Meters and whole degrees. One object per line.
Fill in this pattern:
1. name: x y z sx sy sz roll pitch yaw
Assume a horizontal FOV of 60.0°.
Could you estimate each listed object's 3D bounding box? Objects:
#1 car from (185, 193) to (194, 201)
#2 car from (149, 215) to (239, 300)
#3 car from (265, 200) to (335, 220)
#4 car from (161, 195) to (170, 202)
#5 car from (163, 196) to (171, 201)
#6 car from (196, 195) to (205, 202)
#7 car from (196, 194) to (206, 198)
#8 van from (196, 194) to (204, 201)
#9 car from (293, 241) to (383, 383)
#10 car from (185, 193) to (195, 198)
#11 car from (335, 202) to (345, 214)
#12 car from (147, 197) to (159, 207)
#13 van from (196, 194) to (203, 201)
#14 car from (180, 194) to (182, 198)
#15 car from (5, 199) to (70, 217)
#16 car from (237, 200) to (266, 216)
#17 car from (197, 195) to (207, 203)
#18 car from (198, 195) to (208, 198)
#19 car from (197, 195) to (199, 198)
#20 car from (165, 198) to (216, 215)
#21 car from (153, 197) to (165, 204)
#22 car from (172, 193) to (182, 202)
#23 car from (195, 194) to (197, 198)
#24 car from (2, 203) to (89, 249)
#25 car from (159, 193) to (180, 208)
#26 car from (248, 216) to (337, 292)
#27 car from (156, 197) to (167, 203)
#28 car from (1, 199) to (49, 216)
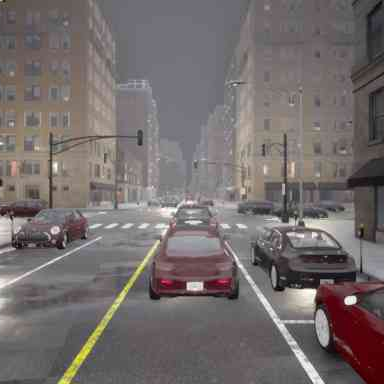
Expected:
1. car: -0.674 1.377 90.111 2.150 2.045 5.566 0 0 -1
2. car: 0.018 1.528 8.277 1.812 1.442 4.674 0 0 -1
3. car: 8.722 1.538 27.147 4.674 1.442 1.812 0 0 0
4. car: -6.412 1.553 80.110 1.967 1.590 4.097 0 0 -1
5. car: -6.477 1.715 85.617 1.802 1.307 4.206 0 0 -1
6. car: 2.112 1.554 80.199 1.967 1.590 4.097 0 0 -1
7. car: 2.301 1.590 63.849 1.752 1.417 4.829 0 0 -1
8. van: 2.049 1.475 85.707 1.690 1.788 3.998 0 0 -1
9. car: 2.669 1.545 3.248 1.887 1.381 4.507 0 0 0
10. car: -0.550 1.336 79.392 2.150 2.045 5.566 0 0 -1
11. car: 14.634 1.645 37.153 4.674 1.442 1.812 0 0 1
12. car: -6.094 1.592 52.571 2.008 1.369 4.403 0 0 -1
13. van: 1.985 1.497 91.214 1.690 1.788 3.998 0 0 -1
14. car: -3.432 1.599 67.257 1.812 1.442 4.674 0 0 0
15. car: -13.952 1.418 30.222 5.008 1.535 1.882 0 0 0
16. car: 6.545 1.526 30.376 4.892 1.490 1.837 1 0 0
17. car: 2.176 1.535 74.693 1.967 1.590 4.097 0 0 -1
18. car: 2.431 1.586 52.666 1.887 1.381 4.507 0 0 -1
19. car: 2.367 1.618 58.172 1.947 1.339 4.313 0 0 -1
20. car: 0.065 1.357 15.581 2.097 1.767 4.553 0 0 0
21. car: -6.222 1.609 63.586 1.887 1.381 4.507 0 0 -1
22. car: -3.532 1.331 77.788 2.150 2.045 5.566 0 0 -1
23. car: 2.240 1.394 69.186 2.192 1.841 5.009 0 0 -1
24. car: -5.880 1.444 14.209 1.967 1.590 4.097 0 0 0
25. car: -3.272 1.387 48.456 2.097 1.767 4.553 0 0 -1
26. car: 2.657 1.553 8.739 2.008 1.369 4.403 0 0 0
27. car: -6.286 1.660 69.094 1.802 1.307 4.206 0 0 -1
28. car: -12.634 1.395 26.716 5.008 1.535 1.882 0 -1 3
